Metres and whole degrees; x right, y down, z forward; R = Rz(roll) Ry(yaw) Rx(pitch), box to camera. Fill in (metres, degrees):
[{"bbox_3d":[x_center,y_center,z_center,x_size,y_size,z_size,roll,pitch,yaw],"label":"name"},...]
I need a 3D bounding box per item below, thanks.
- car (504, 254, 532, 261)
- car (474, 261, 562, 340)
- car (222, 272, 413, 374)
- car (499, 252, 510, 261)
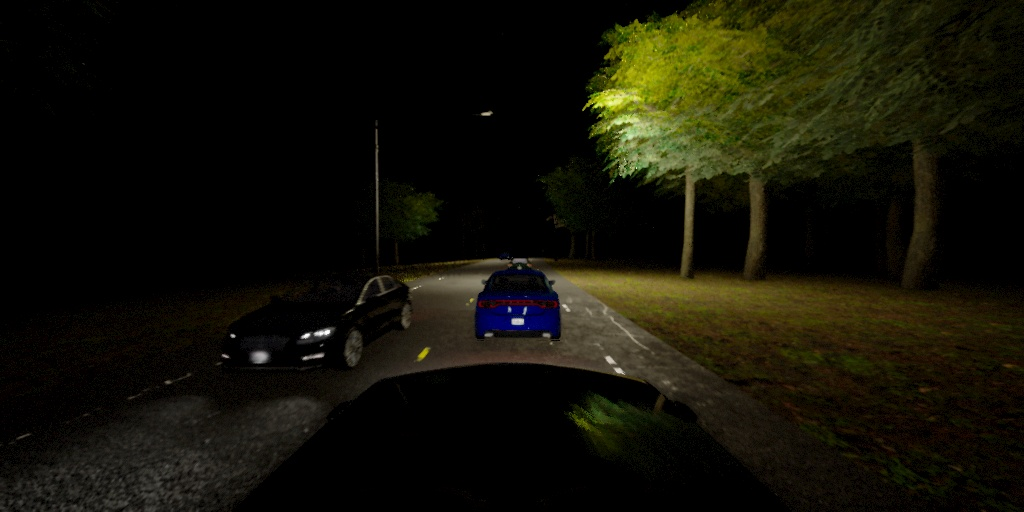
[{"bbox_3d":[0.640,0.782,28.479,1.994,1.385,4.181,0,1,2],"label":"car"},{"bbox_3d":[0.162,1.073,9.476,1.882,1.535,5.008,0,1,1],"label":"car"},{"bbox_3d":[-3.529,1.125,7.515,2.128,1.511,4.902,0,1,1],"label":"car"},{"bbox_3d":[-1.138,0.065,62.937,1.882,1.535,5.008,0,1,5],"label":"car"}]
